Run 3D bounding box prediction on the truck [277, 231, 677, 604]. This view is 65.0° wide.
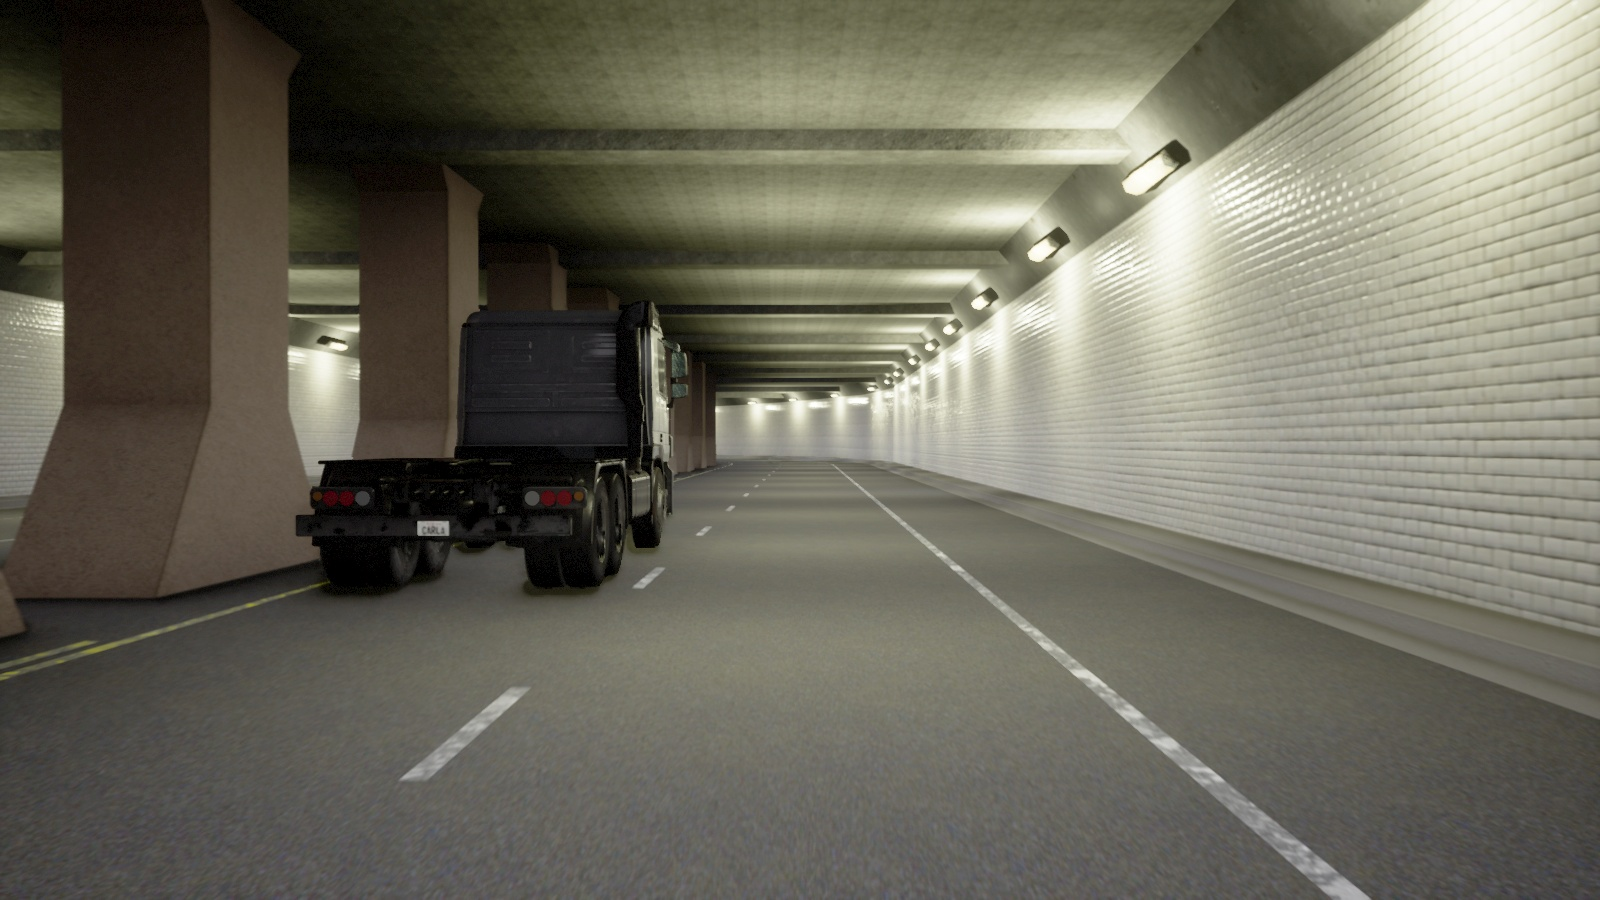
[{"bbox_3d":[-3.397,-0.326,15.650,2.891,3.462,7.936,0,0,0],"label":"truck"}]
